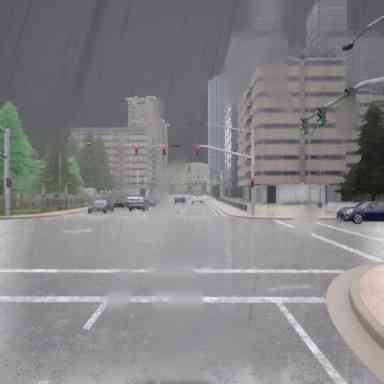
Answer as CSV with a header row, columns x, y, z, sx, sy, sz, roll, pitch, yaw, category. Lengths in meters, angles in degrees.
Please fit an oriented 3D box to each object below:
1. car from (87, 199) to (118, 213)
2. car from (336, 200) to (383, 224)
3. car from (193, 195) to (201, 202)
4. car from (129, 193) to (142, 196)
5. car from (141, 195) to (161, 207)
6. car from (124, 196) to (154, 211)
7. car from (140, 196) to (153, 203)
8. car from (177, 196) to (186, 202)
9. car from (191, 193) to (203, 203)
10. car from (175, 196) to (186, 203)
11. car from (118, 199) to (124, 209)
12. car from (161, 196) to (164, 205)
x,y,z,sx,sy,sz,roll,pitch,yaw,category
-9.854,1.526,36.417,1.812,1.442,4.674,0,0,1,car
12.943,1.352,24.092,4.553,1.767,2.097,0,0,1,car
1.117,1.521,76.625,1.812,1.442,4.674,0,0,1,car
-9.665,1.219,56.091,2.150,2.045,5.566,0,0,1,car
-6.240,1.564,49.502,1.994,1.385,4.181,0,0,0,car
-6.333,1.547,40.295,2.033,1.411,5.357,0,0,1,car
-9.453,1.515,69.378,2.128,1.511,4.902,0,0,1,car
-2.382,1.593,76.688,1.895,1.301,4.718,0,0,1,car
1.024,1.221,66.939,2.150,2.045,5.566,0,0,1,car
-2.472,1.477,67.289,1.882,1.535,5.008,0,0,1,car
-9.781,1.601,45.517,1.895,1.301,4.718,0,0,1,car
-6.115,1.478,60.097,1.882,1.535,5.008,0,0,1,car
